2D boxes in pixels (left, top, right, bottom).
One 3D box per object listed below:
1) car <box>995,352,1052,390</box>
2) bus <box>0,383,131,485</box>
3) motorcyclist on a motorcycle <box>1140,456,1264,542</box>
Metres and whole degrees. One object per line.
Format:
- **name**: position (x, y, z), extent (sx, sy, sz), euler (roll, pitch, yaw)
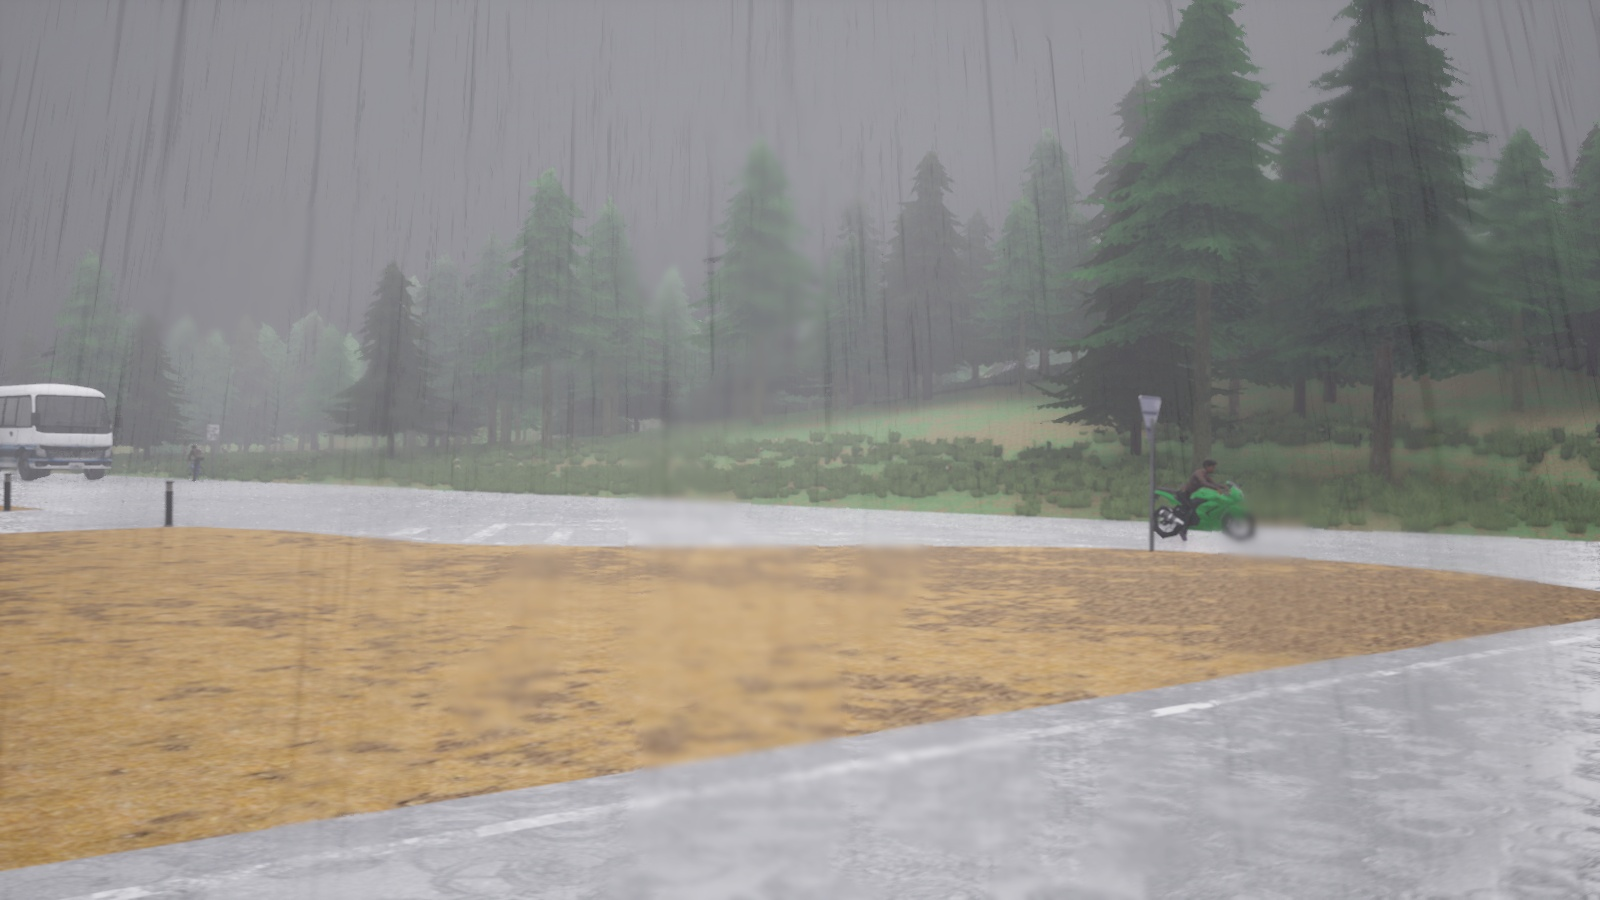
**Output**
- **car**: position (14.974, -5.275, 84.356), extent (1.932, 1.855, 4.605), euler (0, -5, -15)
- **bus**: position (-34.665, -0.678, 56.847), extent (10.273, 4.253, 3.944), euler (0, 0, 38)
- **motorcyclist on a motorcycle**: position (7.480, 0.885, 23.431), extent (2.044, 1.523, 0.797), euler (0, 0, 39)
